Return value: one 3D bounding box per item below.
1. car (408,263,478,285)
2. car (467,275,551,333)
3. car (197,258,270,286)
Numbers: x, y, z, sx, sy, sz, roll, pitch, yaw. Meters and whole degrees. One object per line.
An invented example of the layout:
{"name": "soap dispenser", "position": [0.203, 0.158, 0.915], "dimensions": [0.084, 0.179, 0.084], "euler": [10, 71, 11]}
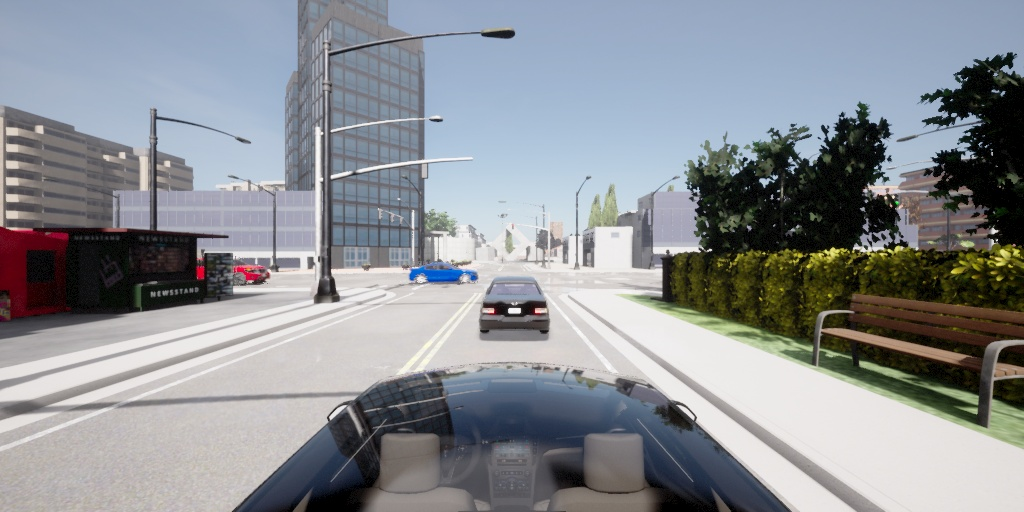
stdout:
{"name": "car", "position": [-4.992, 1.252, 26.222], "dimensions": [5.008, 1.535, 1.882], "euler": [-1, 0, 0]}
{"name": "car", "position": [0.069, 1.297, 10.718], "dimensions": [2.033, 1.411, 5.357], "euler": [0, 0, 0]}
{"name": "car", "position": [-20.837, 1.129, 26.092], "dimensions": [5.566, 2.045, 2.150], "euler": [-1, 0, 0]}
